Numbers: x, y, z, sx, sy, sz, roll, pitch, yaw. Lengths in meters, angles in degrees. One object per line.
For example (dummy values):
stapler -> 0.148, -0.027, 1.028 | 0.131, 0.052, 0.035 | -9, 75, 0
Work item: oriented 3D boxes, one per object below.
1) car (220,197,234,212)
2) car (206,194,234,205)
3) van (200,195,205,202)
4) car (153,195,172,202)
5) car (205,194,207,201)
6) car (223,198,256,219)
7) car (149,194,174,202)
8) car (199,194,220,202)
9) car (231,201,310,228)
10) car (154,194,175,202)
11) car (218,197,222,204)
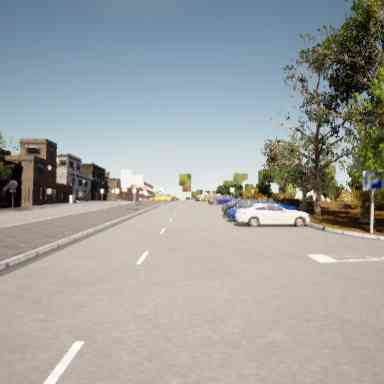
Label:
car -> 5.079, 1.434, 27.651 | 4.892, 1.521, 2.231 | 0, 0, 0
car -> 5.115, 1.320, 55.263 | 4.553, 1.767, 2.185 | 0, 0, 0
van -> 4.772, 1.375, 79.229 | 4.442, 1.987, 1.878 | 0, -1, 0
car -> -7.379, 1.532, 82.686 | 4.553, 1.767, 2.185 | 0, -1, -1
car -> 5.042, 1.488, 58.433 | 4.674, 1.452, 2.002 | 0, 0, 0
car -> 5.090, 1.432, 24.377 | 5.008, 1.535, 2.097 | 0, 0, 0
car -> -7.569, 1.603, 79.765 | 5.366, 1.575, 1.946 | 0, -1, 0
car -> 4.763, 1.587, 90.401 | 5.566, 2.045, 2.435 | 0, -2, -1
car -> 5.082, 1.471, 21.229 | 4.674, 1.452, 2.002 | 0, 0, 0
car -> -7.469, 1.626, 91.916 | 5.566, 2.045, 2.435 | 0, -1, -1
car -> 5.081, 1.475, 30.927 | 4.674, 1.452, 2.002 | 0, 0, 0
